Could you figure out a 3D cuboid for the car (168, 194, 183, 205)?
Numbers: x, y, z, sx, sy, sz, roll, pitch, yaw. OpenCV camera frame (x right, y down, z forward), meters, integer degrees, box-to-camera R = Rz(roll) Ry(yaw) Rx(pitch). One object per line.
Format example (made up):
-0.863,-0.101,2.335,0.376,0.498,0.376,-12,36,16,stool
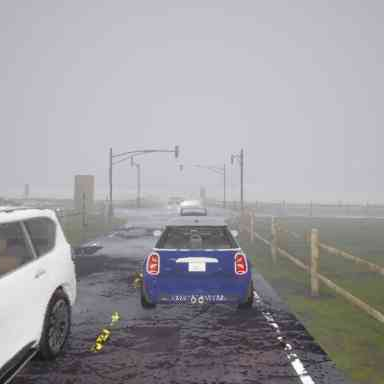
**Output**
-2.905,1.539,54.878,1.812,1.442,4.674,0,0,0,car

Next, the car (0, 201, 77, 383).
-2.851,1.222,2.978,2.150,2.045,5.566,0,0,0,car

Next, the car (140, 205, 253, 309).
0.090,1.353,8.030,2.097,1.767,4.553,0,0,0,car

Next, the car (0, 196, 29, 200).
-21.078,1.112,36.297,5.008,1.535,1.882,1,0,0,car

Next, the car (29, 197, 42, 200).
-19.451,1.279,39.881,4.718,1.301,1.895,1,0,1,car

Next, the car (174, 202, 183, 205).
0.080,1.507,17.196,1.837,1.490,4.892,0,0,0,car

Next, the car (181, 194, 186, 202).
-2.782,1.582,69.500,1.994,1.385,4.181,0,0,0,car
